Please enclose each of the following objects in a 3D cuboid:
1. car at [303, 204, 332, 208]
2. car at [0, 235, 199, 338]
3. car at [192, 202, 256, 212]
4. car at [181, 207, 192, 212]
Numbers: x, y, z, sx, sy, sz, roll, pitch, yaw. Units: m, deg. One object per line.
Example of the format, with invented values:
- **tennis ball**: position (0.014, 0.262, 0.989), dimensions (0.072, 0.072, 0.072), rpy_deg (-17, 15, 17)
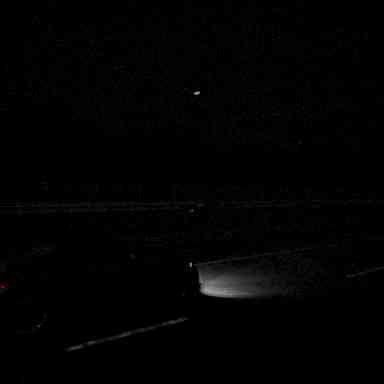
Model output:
- **car**: position (10.665, 1.712, 28.470), dimensions (5.357, 1.411, 2.033), rpy_deg (1, 0, -34)
- **car**: position (-1.901, 1.573, 6.672), dimensions (4.181, 1.385, 1.994), rpy_deg (0, 0, -35)
- **car**: position (2.966, 1.651, 27.429), dimensions (5.357, 1.411, 2.033), rpy_deg (1, 0, -35)
- **car**: position (1.195, 1.629, 30.454), dimensions (4.674, 1.442, 1.812), rpy_deg (1, 0, -35)
